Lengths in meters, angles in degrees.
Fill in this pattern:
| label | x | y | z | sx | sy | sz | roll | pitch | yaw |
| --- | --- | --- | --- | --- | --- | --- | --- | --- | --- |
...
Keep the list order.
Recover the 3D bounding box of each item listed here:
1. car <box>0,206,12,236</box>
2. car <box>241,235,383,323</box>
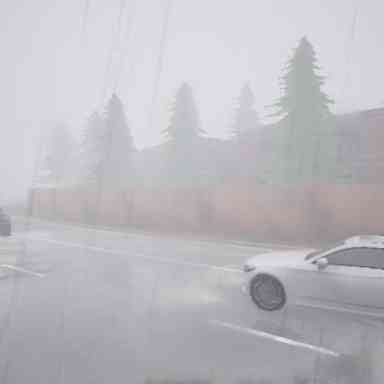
| label | x | y | z | sx | sy | sz | roll | pitch | yaw |
| --- | --- | --- | --- | --- | --- | --- | --- | --- | --- |
| car | -11.098 | 1.287 | 17.035 | 4.553 | 1.767 | 2.097 | 0 | 0 | 41 |
| car | 3.176 | 1.523 | 6.026 | 4.674 | 1.442 | 1.812 | 0 | 0 | 36 |
